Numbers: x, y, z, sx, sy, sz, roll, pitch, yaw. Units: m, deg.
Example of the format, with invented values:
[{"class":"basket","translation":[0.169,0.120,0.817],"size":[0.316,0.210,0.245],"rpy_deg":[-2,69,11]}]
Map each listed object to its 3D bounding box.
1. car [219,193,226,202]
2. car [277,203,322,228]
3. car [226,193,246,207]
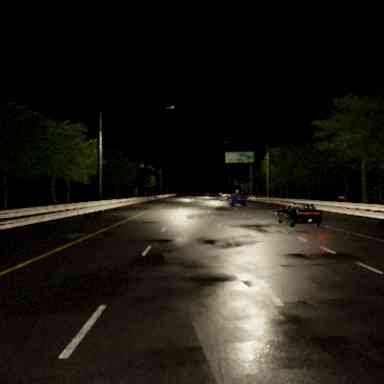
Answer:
[{"class":"car","translation":[7.329,1.491,76.712],"size":[1.812,1.442,4.674],"rpy_deg":[0,0,0]},{"class":"car","translation":[7.032,1.493,22.214],"size":[2.128,1.511,4.902],"rpy_deg":[0,0,0]},{"class":"car","translation":[7.161,1.215,52.635],"size":[2.150,2.045,5.566],"rpy_deg":[0,0,0]}]
